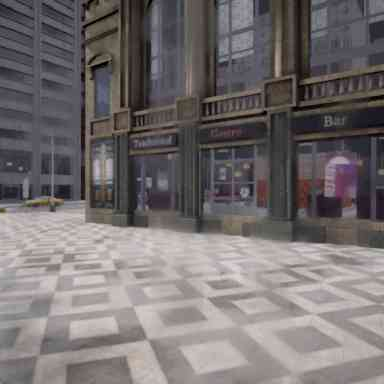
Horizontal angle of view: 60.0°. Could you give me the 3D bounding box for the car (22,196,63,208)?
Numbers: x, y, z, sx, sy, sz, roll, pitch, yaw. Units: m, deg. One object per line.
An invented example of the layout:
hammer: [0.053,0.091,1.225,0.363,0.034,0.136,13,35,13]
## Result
car: [-18.577,1.137,41.619,1.752,1.417,4.829,1,2,36]

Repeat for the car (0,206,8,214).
car: [-18.097,1.336,27.718,1.752,1.417,4.829,1,2,36]
